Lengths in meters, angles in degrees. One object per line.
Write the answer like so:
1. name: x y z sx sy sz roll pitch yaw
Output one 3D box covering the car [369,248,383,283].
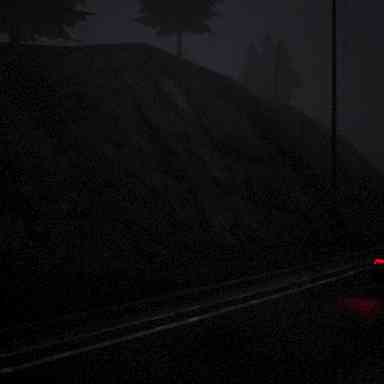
1. car: 6.534 1.661 8.772 5.357 1.411 2.033 1 -1 -42
